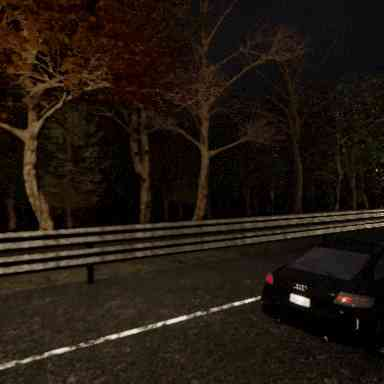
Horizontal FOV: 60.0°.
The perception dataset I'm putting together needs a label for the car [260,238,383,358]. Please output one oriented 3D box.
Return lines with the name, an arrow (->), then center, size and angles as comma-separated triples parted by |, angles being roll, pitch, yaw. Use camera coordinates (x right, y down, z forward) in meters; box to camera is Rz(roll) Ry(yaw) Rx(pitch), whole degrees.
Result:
car -> 3.214, 1.558, 6.061 | 4.181, 1.385, 1.994 | 0, 0, -36
